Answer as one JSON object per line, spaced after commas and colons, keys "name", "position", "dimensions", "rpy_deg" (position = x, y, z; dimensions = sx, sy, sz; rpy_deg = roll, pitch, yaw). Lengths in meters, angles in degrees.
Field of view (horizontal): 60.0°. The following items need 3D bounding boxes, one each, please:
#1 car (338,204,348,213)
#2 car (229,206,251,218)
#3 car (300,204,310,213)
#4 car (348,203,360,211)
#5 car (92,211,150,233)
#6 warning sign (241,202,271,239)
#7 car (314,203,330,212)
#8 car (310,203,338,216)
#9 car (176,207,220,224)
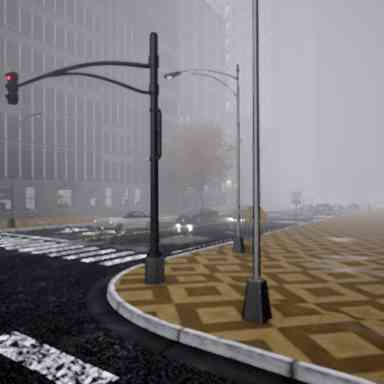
{"name": "car", "position": [24.189, 2.726, 55.567], "dimensions": [2.033, 1.411, 5.357], "rpy_deg": [0, -1, 33]}
{"name": "car", "position": [6.071, 2.362, 39.732], "dimensions": [1.994, 1.385, 4.181], "rpy_deg": [0, -1, 33]}
{"name": "car", "position": [18.512, 2.592, 52.738], "dimensions": [2.128, 1.511, 4.902], "rpy_deg": [0, -1, 33]}
{"name": "car", "position": [31.796, 2.920, 65.478], "dimensions": [1.812, 1.442, 4.674], "rpy_deg": [0, -1, 33]}
{"name": "car", "position": [-4.571, 2.040, 23.199], "dimensions": [1.895, 1.301, 4.718], "rpy_deg": [0, -1, 33]}
{"name": "warning sign", "position": [3.509, 1.506, 18.265], "dimensions": [1.300, 1.860, 1.060], "rpy_deg": [1, 0, 33]}
{"name": "car", "position": [24.128, 2.811, 61.487], "dimensions": [1.812, 1.442, 4.674], "rpy_deg": [0, -1, 34]}
{"name": "car", "position": [18.730, 2.350, 47.072], "dimensions": [2.097, 1.767, 4.553], "rpy_deg": [0, -1, 33]}
{"name": "car", "position": [0.698, 2.165, 31.392], "dimensions": [2.033, 1.411, 5.357], "rpy_deg": [0, -1, 33]}
